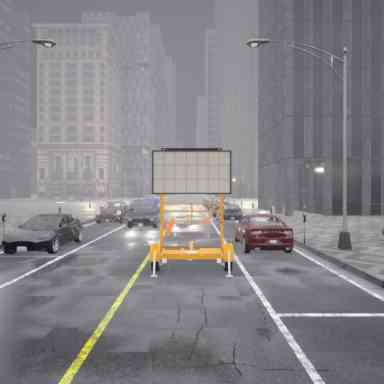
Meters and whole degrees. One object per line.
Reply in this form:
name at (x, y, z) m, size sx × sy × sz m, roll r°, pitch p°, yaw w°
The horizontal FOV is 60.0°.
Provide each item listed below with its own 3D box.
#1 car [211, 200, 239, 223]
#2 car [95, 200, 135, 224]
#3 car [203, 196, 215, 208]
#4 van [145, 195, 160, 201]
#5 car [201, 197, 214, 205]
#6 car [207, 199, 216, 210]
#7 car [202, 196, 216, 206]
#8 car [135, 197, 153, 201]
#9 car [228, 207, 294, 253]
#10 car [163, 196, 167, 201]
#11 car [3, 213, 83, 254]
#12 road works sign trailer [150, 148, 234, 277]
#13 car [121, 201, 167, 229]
car at (2.741, 1.546, 24.754) m, size 2.008 × 1.369 × 4.403 m, roll 0°, pitch 0°, yaw 0°
car at (-5.785, 1.435, 24.744) m, size 1.967 × 1.590 × 4.097 m, roll 0°, pitch 0°, yaw 0°
car at (2.727, 1.509, 41.846) m, size 1.752 × 1.417 × 4.829 m, roll 0°, pitch 0°, yaw 0°
van at (-5.803, 1.320, 47.309) m, size 1.690 × 1.788 × 3.998 m, roll 0°, pitch 0°, yaw 0°
car at (2.714, 1.518, 58.599) m, size 2.008 × 1.369 × 4.403 m, roll 0°, pitch 0°, yaw 0°
car at (2.736, 1.558, 30.394) m, size 1.947 × 1.339 × 4.313 m, roll 0°, pitch 0°, yaw 0°
car at (2.718, 1.414, 52.958) m, size 1.967 × 1.590 × 4.097 m, roll 0°, pitch 0°, yaw 0°
car at (-5.793, 1.554, 36.027) m, size 1.947 × 1.339 × 4.313 m, roll 0°, pitch 0°, yaw 0°
car at (2.750, 1.543, 13.473) m, size 1.887 × 1.381 × 4.507 m, roll 0°, pitch 0°, yaw 0°
car at (-5.816, 1.512, 64.232) m, size 2.008 × 1.369 × 4.403 m, roll 0°, pitch 0°, yaw 0°
car at (-5.775, 1.564, 13.463) m, size 1.947 × 1.339 × 4.313 m, roll 0°, pitch 0°, yaw 0°
road works sign trailer at (-0.007, 0.463, 10.205) m, size 2.380 × 3.560 × 2.880 m, roll 0°, pitch 0°, yaw 0°
car at (-3.016, 1.543, 22.114) m, size 2.033 × 1.411 × 5.357 m, roll 0°, pitch 0°, yaw 0°
